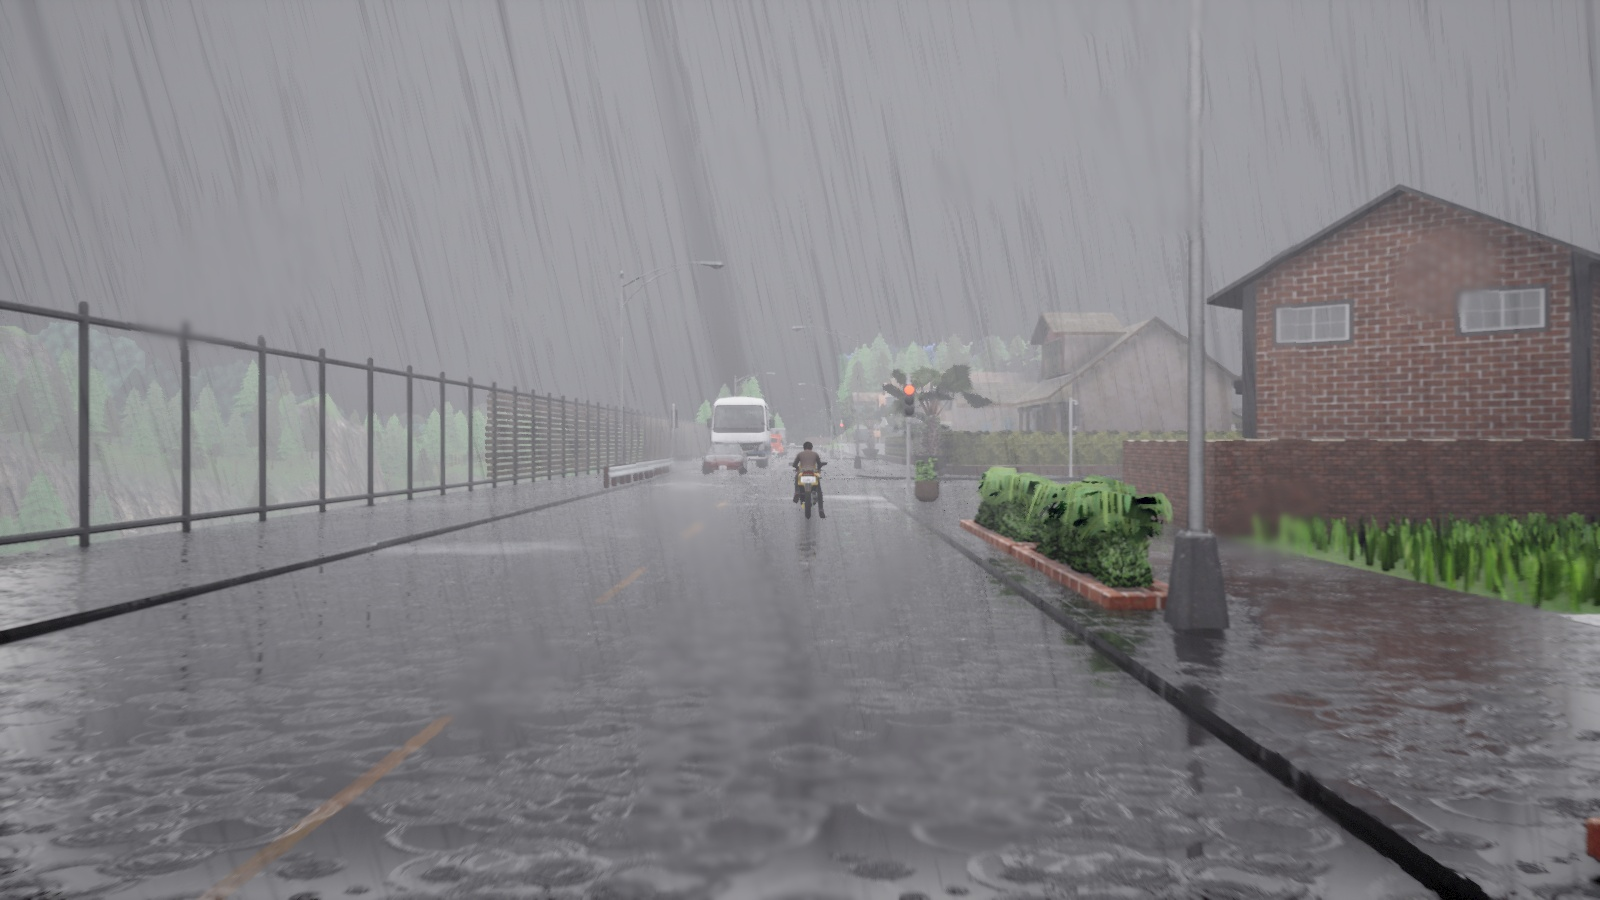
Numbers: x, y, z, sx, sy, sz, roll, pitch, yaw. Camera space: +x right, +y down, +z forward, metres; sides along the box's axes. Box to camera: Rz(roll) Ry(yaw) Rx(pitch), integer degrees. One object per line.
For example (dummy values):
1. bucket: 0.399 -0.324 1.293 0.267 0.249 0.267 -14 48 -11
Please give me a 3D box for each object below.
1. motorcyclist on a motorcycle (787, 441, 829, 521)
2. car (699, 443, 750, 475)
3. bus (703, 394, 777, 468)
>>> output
1. motorcyclist on a motorcycle: 0.157 0.588 24.965 0.797 1.523 2.044 0 0 0
2. car: -3.635 0.397 61.438 2.163 1.488 4.792 0 0 0
3. bus: -3.538 -1.067 77.115 3.944 4.253 10.273 0 0 0
